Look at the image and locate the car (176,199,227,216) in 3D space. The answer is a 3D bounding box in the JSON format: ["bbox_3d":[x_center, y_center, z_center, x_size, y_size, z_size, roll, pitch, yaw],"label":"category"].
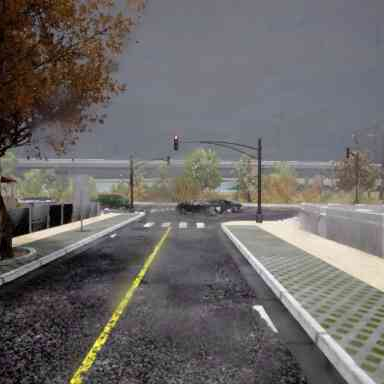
[{"bbox_3d":[0.618,1.561,33.801,4.902,1.511,2.128,-1,-1,36],"label":"car"}]

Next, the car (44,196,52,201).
[{"bbox_3d":[-26.989,1.613,57.876,4.553,1.767,2.097,0,2,37],"label":"car"}]

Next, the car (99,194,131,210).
[{"bbox_3d":[-10.790,1.341,46.046,5.566,2.045,2.150,-1,2,36],"label":"car"}]

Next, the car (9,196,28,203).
[{"bbox_3d":[-38.984,1.680,74.694,4.718,1.301,1.895,-1,2,36],"label":"car"}]

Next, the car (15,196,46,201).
[{"bbox_3d":[-26.189,1.838,53.253,4.902,1.511,2.128,0,2,36],"label":"car"}]

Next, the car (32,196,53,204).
[{"bbox_3d":[-30.859,1.630,68.791,4.674,1.442,1.812,-1,2,36],"label":"car"}]

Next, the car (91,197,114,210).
[{"bbox_3d":[-12.867,1.757,43.554,4.674,1.442,1.812,0,2,36],"label":"car"}]

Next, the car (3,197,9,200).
[{"bbox_3d":[-40.872,1.695,72.047,4.892,1.490,1.837,-1,2,36],"label":"car"}]

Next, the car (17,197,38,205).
[{"bbox_3d":[-32.660,1.746,66.085,4.674,1.442,1.812,-1,2,36],"label":"car"}]

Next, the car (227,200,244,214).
[{"bbox_3d":[3.185,1.502,35.900,4.892,1.490,1.837,0,2,36],"label":"car"}]
